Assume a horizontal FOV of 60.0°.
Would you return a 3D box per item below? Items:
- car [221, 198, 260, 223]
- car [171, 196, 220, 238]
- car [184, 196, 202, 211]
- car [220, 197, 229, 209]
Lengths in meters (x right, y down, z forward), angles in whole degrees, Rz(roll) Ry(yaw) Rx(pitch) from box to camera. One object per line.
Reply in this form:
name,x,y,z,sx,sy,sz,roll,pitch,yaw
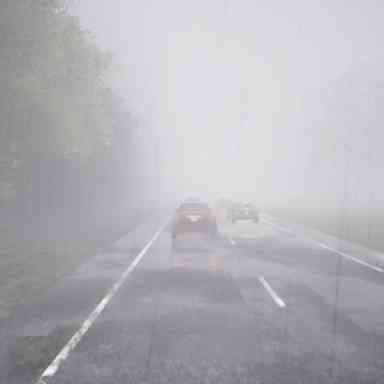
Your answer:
car,3.503,1.381,23.695,2.033,1.411,5.357,0,0,0
car,0.100,1.233,17.028,2.097,1.767,4.553,0,0,0
car,0.099,1.239,38.009,1.837,1.490,4.892,0,1,0
car,3.526,1.289,36.678,2.033,1.411,5.357,0,0,1
